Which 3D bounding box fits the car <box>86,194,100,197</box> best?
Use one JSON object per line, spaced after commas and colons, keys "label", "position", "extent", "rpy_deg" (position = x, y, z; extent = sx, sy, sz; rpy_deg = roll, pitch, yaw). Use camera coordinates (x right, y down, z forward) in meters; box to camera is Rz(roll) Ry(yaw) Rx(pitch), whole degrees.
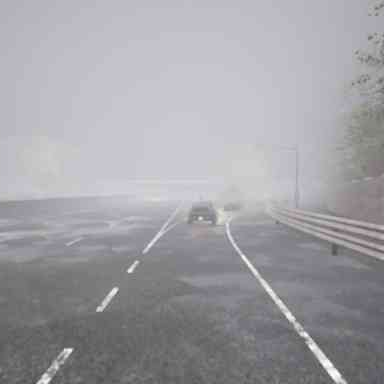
{"label": "car", "position": [-24.466, 1.281, 83.904], "extent": [1.882, 1.535, 5.008], "rpy_deg": [0, 0, 0]}

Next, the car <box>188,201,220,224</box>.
{"label": "car", "position": [0.892, 1.445, 23.973], "extent": [1.837, 1.490, 4.892], "rpy_deg": [-1, 0, 8]}

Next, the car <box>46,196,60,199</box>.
{"label": "car", "position": [-27.972, 1.425, 67.625], "extent": [1.895, 1.301, 4.718], "rpy_deg": [0, 0, 0]}

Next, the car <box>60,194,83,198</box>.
{"label": "car", "position": [-24.472, 1.308, 67.654], "extent": [1.882, 1.535, 5.008], "rpy_deg": [0, 0, 0]}

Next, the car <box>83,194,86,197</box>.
{"label": "car", "position": [-27.965, 1.328, 83.905], "extent": [2.128, 1.511, 4.902], "rpy_deg": [0, 0, 0]}

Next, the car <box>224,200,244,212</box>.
{"label": "car", "position": [5.326, 1.741, 42.070], "extent": [1.812, 1.442, 4.674], "rpy_deg": [0, -1, 20]}

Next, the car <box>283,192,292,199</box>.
{"label": "car", "position": [26.359, 1.001, 91.546], "extent": [2.128, 1.511, 4.902], "rpy_deg": [0, 4, 19]}

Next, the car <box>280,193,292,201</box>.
{"label": "car", "position": [22.724, 1.657, 81.716], "extent": [2.033, 1.411, 5.357], "rpy_deg": [0, 3, 21]}
